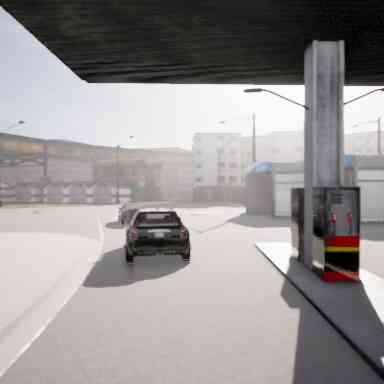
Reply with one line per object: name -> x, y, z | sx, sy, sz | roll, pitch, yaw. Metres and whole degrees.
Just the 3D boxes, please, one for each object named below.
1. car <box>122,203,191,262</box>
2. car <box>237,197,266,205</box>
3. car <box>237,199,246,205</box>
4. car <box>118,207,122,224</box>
car -> -1.405, 1.347, 12.377 | 2.097, 1.767, 4.553 | 0, 0, -11
car -> 10.342, 1.577, 57.920 | 4.718, 1.301, 1.895 | 0, 0, -7
car -> 10.368, 1.483, 54.347 | 4.892, 1.490, 1.837 | 0, 0, -7
car -> -4.382, 1.518, 24.438 | 1.812, 1.442, 4.674 | 0, 0, -16
